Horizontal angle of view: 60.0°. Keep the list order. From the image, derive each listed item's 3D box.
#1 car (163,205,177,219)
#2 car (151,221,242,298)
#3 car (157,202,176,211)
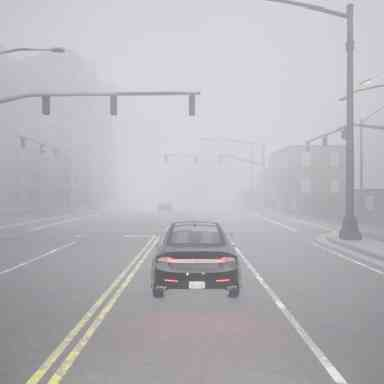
[{"bbox_3d":[-3.608,3.317,54.657,1.882,1.535,5.008,0,-11,0],"label":"car"},{"bbox_3d":[0.073,1.492,8.525,2.128,1.511,4.902,0,0,0],"label":"car"},{"bbox_3d":[-3.607,2.055,45.461,1.994,1.385,4.181,0,-4,0],"label":"car"}]
